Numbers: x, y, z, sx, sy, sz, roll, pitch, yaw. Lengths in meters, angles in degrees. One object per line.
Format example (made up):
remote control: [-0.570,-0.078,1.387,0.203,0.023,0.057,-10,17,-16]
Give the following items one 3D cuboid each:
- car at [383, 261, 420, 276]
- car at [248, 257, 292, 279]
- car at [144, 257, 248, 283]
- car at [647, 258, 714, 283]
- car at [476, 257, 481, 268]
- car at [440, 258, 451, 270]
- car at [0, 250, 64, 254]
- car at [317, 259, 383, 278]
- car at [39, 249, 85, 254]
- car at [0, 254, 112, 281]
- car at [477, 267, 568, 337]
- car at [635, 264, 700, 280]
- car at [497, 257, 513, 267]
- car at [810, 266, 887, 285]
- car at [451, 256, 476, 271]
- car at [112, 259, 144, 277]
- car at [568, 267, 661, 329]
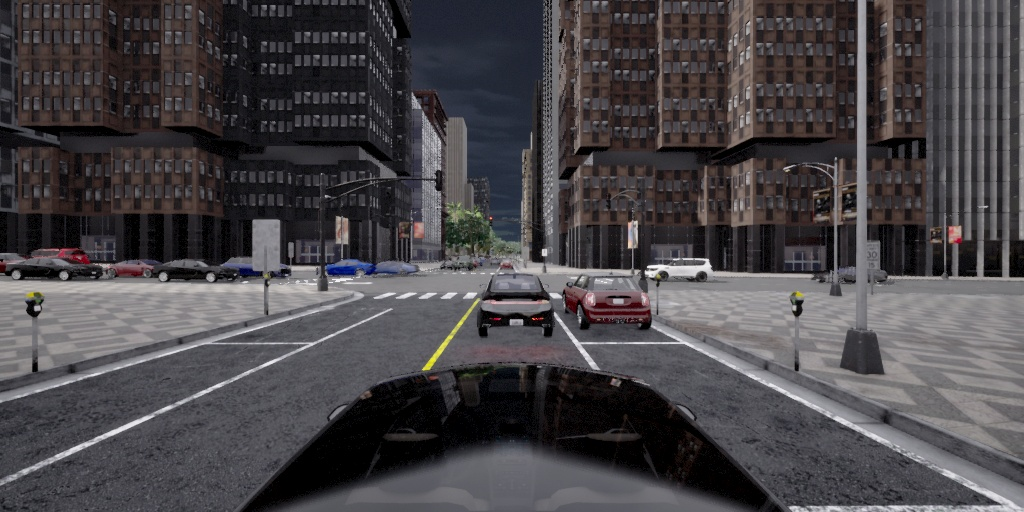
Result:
car: [-11.601,1.154,34.324,5.357,1.411,2.033,1,0,-1]
car: [-19.563,0.855,27.554,4.553,1.767,2.097,1,0,0]
car: [-21.272,0.960,24.288,5.008,1.535,1.882,1,0,-1]
car: [14.508,1.205,31.285,5.566,2.045,2.150,1,0,1]
car: [-6.668,1.251,59.362,1.882,1.535,5.008,0,0,0]
car: [-9.284,1.323,52.474,1.948,1.339,4.313,0,0,-1]
car: [-38.021,0.592,27.392,4.553,1.767,2.097,1,0,0]
car: [-14.208,1.052,31.052,5.008,1.535,1.882,1,0,0]
car: [-43.833,0.360,34.047,5.566,2.045,2.150,0,0,-1]
car: [-30.739,0.827,24.207,5.008,1.535,1.882,1,0,0]
car: [0.076,1.241,10.285,2.128,1.511,4.902,0,0,-1]
car: [14.906,1.532,34.549,5.357,1.411,2.033,1,0,1]
car: [-0.759,1.197,52.552,1.967,1.591,4.097,0,0,-1]
car: [29.443,1.748,31.435,5.357,1.411,2.033,1,0,0]
car: [-6.588,0.973,49.372,2.150,2.045,5.566,0,0,0]
car: [-28.206,0.945,27.472,4.181,1.385,1.994,1,0,-1]
car: [2.734,1.190,11.171,1.967,1.591,4.097,0,0,0]
